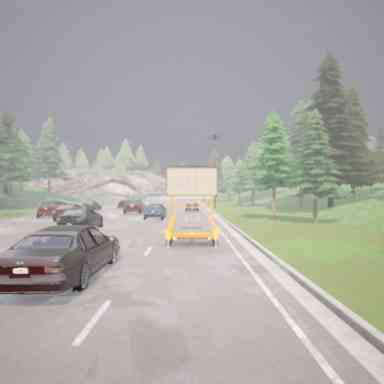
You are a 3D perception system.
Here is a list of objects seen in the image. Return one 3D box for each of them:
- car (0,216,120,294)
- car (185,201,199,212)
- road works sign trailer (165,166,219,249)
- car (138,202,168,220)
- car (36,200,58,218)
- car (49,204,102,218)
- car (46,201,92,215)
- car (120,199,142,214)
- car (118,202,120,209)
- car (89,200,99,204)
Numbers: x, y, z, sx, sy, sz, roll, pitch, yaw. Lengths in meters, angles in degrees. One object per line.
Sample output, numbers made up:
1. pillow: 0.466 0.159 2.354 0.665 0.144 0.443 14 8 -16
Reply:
1. car: -3.390 1.623 9.091 2.033 1.411 5.357 0 0 0
2. car: 0.028 1.916 45.290 2.033 1.411 5.357 0 0 0
3. road works sign trailer: 0.002 0.590 15.292 2.380 3.560 2.880 0 0 0
4. car: -3.397 1.803 31.309 2.033 1.411 5.357 0 0 0
5. car: -13.988 1.630 34.001 2.097 1.767 4.553 0 0 0
6. car: -6.898 1.695 20.765 1.812 1.442 4.674 0 -1 0
7. car: -10.396 1.759 28.560 1.812 1.442 4.674 0 -1 0
8. car: -6.896 1.681 40.397 2.097 1.767 4.553 0 0 0
9. car: -10.394 1.929 52.562 1.837 1.490 4.892 0 -1 0
10. car: -13.964 1.901 46.088 1.812 1.442 4.674 0 0 1
